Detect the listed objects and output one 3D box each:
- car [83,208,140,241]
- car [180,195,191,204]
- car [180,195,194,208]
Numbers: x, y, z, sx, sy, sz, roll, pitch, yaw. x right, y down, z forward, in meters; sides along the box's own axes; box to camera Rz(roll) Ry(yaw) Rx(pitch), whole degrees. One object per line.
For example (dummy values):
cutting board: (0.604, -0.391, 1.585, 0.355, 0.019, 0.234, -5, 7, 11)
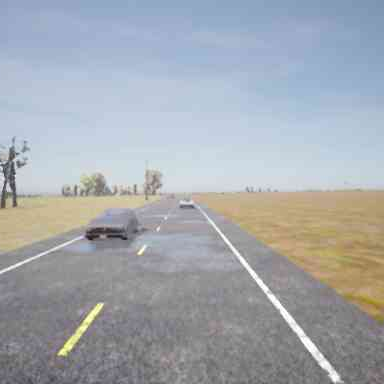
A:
car: (-3.818, 1.523, 16.818, 2.033, 1.411, 5.357, 0, 0, -1)
car: (-1.278, 1.379, 63.330, 2.128, 1.511, 4.902, 0, 0, -2)
car: (-0.731, 1.506, 45.468, 1.895, 1.301, 4.718, 0, 0, -2)
